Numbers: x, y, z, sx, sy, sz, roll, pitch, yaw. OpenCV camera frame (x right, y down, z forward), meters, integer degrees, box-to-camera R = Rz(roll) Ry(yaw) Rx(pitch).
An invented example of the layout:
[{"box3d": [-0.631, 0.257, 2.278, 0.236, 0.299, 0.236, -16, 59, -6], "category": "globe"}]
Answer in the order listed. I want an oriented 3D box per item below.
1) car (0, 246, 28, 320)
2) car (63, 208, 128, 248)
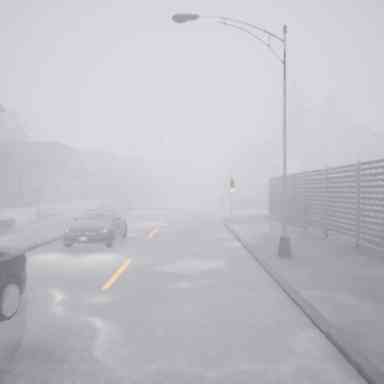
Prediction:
[{"box3d": [-4.095, 1.452, 4.367, 1.882, 1.535, 5.008, 0, 0, 0], "category": "car"}, {"box3d": [-4.008, 1.444, 14.555, 1.812, 1.442, 4.674, 0, 0, 0], "category": "car"}]
